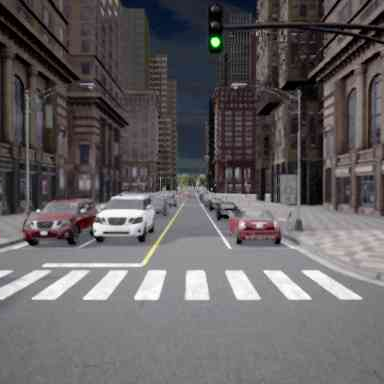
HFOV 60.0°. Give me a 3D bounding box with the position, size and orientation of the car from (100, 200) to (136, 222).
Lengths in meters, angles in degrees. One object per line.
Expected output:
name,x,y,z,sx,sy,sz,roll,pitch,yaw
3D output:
car,-5.778,1.449,26.387,1.752,1.417,4.829,-1,0,0

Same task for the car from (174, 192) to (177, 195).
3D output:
car,-5.784,1.104,87.508,1.887,1.381,4.507,0,1,0

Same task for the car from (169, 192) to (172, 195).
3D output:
car,-5.783,1.225,70.716,1.752,1.417,4.829,-1,0,0

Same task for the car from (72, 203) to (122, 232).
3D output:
car,-5.777,1.468,20.846,1.752,1.417,4.829,-1,0,0

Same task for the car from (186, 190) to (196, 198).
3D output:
car,-0.018,0.978,95.452,1.994,1.385,4.181,0,1,0

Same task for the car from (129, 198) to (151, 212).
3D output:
car,-5.780,1.407,37.468,1.752,1.417,4.829,-1,0,0

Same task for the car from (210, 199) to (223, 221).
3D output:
car,2.748,1.489,26.567,1.947,1.339,4.313,-1,0,0

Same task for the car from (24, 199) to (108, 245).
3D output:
car,-5.779,1.274,15.475,2.192,1.841,5.009,-1,0,0

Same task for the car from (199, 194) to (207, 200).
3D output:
car,2.742,1.154,81.972,1.887,1.381,4.507,0,1,0

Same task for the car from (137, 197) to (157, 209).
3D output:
car,-5.780,1.425,43.180,1.947,1.339,4.313,-1,0,0

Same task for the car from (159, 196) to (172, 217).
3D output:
car,-3.098,1.416,30.209,1.837,1.490,4.892,0,0,0

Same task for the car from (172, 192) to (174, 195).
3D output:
car,-5.783,1.221,76.427,1.947,1.339,4.313,-1,0,0

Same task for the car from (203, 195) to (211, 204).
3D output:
car,2.746,1.441,43.188,1.802,1.307,4.206,-1,0,0

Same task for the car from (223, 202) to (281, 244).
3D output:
car,2.748,1.400,15.485,1.967,1.590,4.097,-1,0,0

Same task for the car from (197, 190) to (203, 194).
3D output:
car,2.740,1.013,70.889,2.192,1.841,5.009,-1,0,0

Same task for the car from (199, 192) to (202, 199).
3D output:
car,2.742,1.213,59.809,1.967,1.590,4.097,-1,0,0

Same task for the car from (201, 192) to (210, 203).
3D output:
car,2.743,1.274,48.728,1.967,1.590,4.097,-1,0,0

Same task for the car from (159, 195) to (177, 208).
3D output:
car,-3.060,1.416,44.806,1.994,1.385,4.181,0,0,0

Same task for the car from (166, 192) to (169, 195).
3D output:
car,-5.783,1.213,59.803,1.967,1.590,4.097,-1,0,0

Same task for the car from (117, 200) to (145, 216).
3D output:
car,-5.778,1.469,32.098,1.947,1.339,4.313,-1,0,0

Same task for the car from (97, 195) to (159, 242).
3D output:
car,-3.100,1.178,16.387,2.150,2.045,5.566,0,0,0

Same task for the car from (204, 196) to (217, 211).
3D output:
car,2.746,1.448,37.647,1.947,1.339,4.313,-1,0,0
